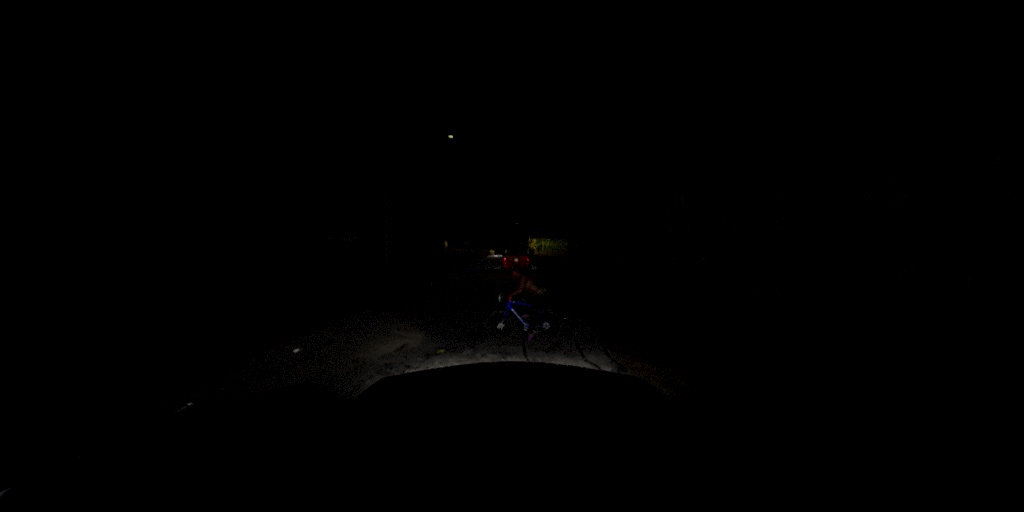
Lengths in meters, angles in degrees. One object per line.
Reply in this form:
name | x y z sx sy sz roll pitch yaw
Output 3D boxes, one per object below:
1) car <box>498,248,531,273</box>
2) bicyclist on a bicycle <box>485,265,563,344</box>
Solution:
car | 0.303 0.238 26.910 2.097 1.767 4.553 0 2 0
bicyclist on a bicycle | 0.240 1.003 7.492 1.656 1.620 0.582 0 2 0
